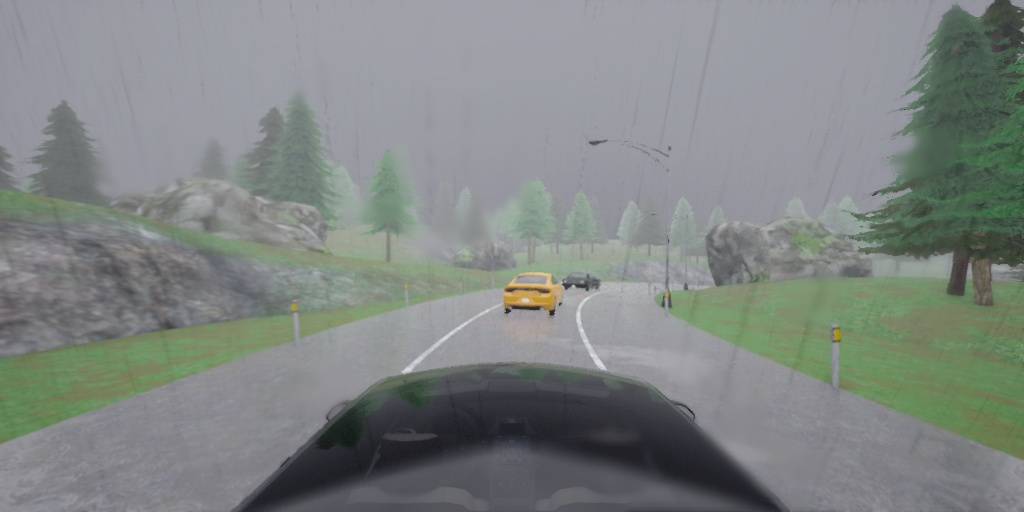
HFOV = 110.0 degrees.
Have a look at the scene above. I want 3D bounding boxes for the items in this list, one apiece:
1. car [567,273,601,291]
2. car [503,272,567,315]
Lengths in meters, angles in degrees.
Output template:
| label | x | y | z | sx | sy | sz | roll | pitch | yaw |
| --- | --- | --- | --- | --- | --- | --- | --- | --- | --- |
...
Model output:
| label | x | y | z | sx | sy | sz | roll | pitch | yaw |
| --- | --- | --- | --- | --- | --- | --- | --- | --- | --- |
| car | 5.362 | 1.930 | 27.271 | 1.895 | 1.301 | 4.718 | 1 | -1 | 27 |
| car | 1.010 | 1.421 | 14.790 | 1.882 | 1.535 | 5.008 | 1 | -1 | 13 |
